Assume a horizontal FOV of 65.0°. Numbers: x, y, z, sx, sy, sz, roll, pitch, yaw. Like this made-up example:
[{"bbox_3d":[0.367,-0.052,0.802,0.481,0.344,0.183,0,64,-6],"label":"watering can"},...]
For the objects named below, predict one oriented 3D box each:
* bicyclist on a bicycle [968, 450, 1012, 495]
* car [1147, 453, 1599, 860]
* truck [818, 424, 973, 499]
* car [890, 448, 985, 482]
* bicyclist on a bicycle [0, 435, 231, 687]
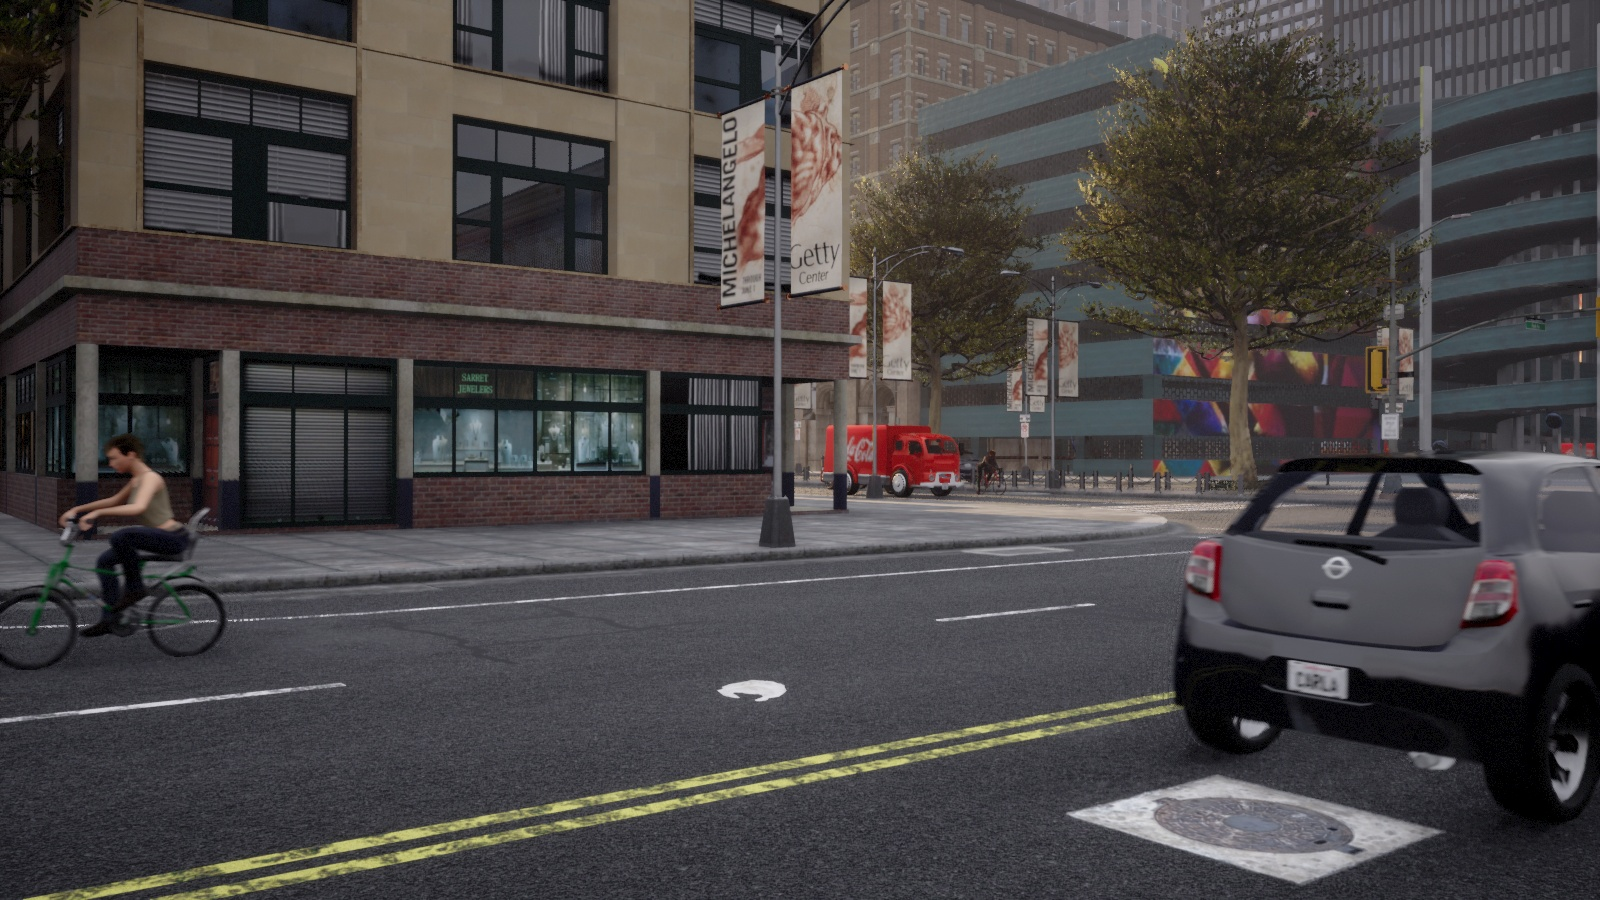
[{"bbox_3d":[6.851,0.794,45.354,0.582,1.620,1.656,0,0,-37],"label":"bicyclist on a bicycle"},{"bbox_3d":[3.702,0.767,6.476,3.633,1.501,1.845,0,0,-37],"label":"car"},{"bbox_3d":[3.294,0.348,44.173,2.627,2.467,5.204,0,1,-37],"label":"truck"},{"bbox_3d":[6.970,0.731,64.158,2.242,1.667,4.611,0,0,-37],"label":"car"},{"bbox_3d":[-4.886,0.713,8.773,1.509,1.612,0.866,0,0,-37],"label":"bicyclist on a bicycle"}]
